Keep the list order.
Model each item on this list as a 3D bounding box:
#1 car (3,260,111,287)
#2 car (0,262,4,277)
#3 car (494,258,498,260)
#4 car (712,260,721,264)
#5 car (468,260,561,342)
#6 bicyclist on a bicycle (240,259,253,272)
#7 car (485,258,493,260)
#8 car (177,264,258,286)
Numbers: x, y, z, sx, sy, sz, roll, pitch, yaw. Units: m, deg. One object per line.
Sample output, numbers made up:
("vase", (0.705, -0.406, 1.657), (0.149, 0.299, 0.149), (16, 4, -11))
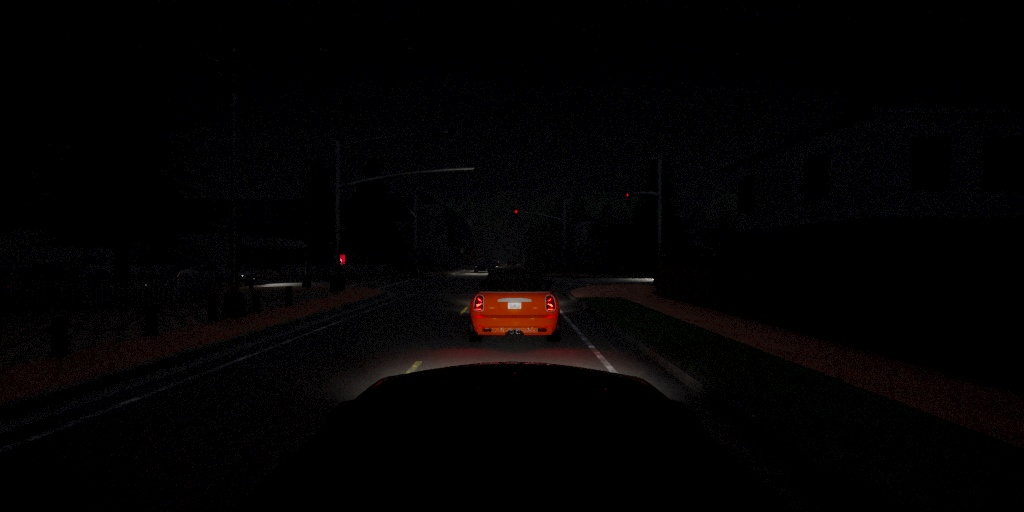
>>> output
("car", (-30.185, 1.243, 24.122), (5.008, 1.535, 1.882), (0, 0, -1))
("car", (-40.552, 1.329, 27.494), (4.181, 1.385, 1.994), (0, 0, -2))
("car", (-3.609, 1.242, 55.938), (2.128, 1.511, 4.902), (0, 0, 0))
("car", (16.989, 1.083, 26.897), (4.553, 1.767, 2.097), (0, 0, -9))
("car", (0.069, 1.102, 9.944), (2.097, 1.767, 4.553), (0, 0, 0))
("bicyclist on a bicycle", (-23.569, 1.066, 31.794), (0.582, 1.620, 1.656), (0, 0, -2))
("car", (-3.614, 1.227, 44.784), (1.882, 1.535, 5.008), (0, 0, 0))
("car", (-20.005, 1.291, 24.435), (4.674, 1.442, 1.812), (0, 0, -2))
